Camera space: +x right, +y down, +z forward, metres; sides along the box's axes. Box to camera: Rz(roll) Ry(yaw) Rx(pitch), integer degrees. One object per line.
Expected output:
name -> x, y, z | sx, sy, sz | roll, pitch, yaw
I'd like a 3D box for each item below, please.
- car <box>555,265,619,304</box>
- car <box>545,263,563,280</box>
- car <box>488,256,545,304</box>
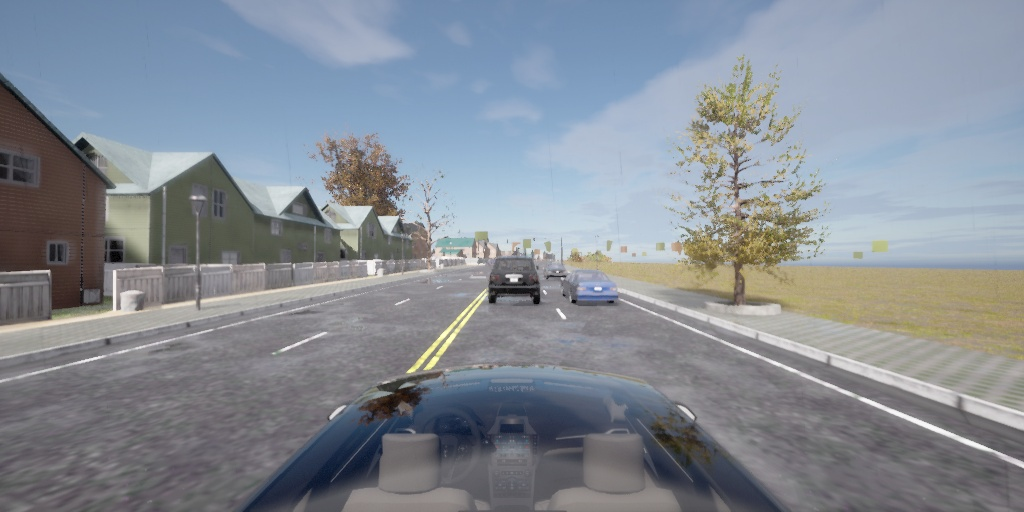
car -> 3.372, 1.319, 16.395 | 2.033, 1.411, 5.357 | 0, 0, 1
car -> 3.739, 1.333, 31.315 | 2.033, 1.411, 5.357 | 0, 0, 2
car -> 0.123, 1.014, 16.481 | 2.150, 2.045, 5.566 | 0, 0, 1
